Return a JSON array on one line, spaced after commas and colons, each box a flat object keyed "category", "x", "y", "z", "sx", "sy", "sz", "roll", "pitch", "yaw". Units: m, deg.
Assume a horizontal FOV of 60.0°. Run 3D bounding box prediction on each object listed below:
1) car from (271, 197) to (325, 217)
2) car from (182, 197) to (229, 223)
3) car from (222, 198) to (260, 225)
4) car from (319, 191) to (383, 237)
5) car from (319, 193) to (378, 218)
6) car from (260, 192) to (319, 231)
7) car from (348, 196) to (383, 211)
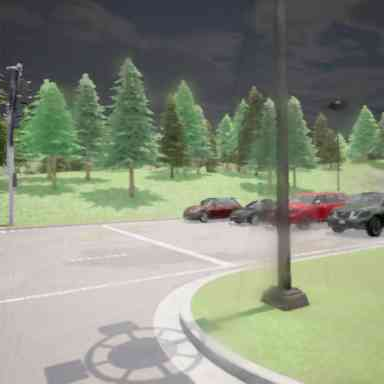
[{"category": "car", "x": 9.222, "y": 1.237, "z": 28.888, "sx": 4.674, "sy": 1.442, "sz": 1.812, "roll": -1, "pitch": 0, "yaw": -30}, {"category": "car", "x": 1.531, "y": 1.203, "z": 24.390, "sx": 4.553, "sy": 1.767, "sz": 2.097, "roll": -1, "pitch": 0, "yaw": -30}, {"category": "car", "x": 4.744, "y": 1.317, "z": 22.217, "sx": 4.892, "sy": 1.490, "sz": 1.837, "roll": -1, "pitch": 0, "yaw": -30}, {"category": "car", "x": 9.298, "y": 0.992, "z": 16.772, "sx": 5.566, "sy": 2.045, "sz": 2.150, "roll": -1, "pitch": 0, "yaw": -30}, {"category": "car", "x": 12.661, "y": 1.022, "z": 26.866, "sx": 4.553, "sy": 1.767, "sz": 2.097, "roll": -1, "pitch": 0, "yaw": -30}, {"category": "car", "x": 6.999, "y": 1.013, "z": 19.485, "sx": 5.566, "sy": 2.045, "sz": 2.150, "roll": -1, "pitch": 0, "yaw": -30}, {"category": "car", "x": 18.246, "y": 1.111, "z": 34.192, "sx": 4.181, "sy": 1.385, "sz": 1.994, "roll": -1, "pitch": 0, "yaw": -30}]
